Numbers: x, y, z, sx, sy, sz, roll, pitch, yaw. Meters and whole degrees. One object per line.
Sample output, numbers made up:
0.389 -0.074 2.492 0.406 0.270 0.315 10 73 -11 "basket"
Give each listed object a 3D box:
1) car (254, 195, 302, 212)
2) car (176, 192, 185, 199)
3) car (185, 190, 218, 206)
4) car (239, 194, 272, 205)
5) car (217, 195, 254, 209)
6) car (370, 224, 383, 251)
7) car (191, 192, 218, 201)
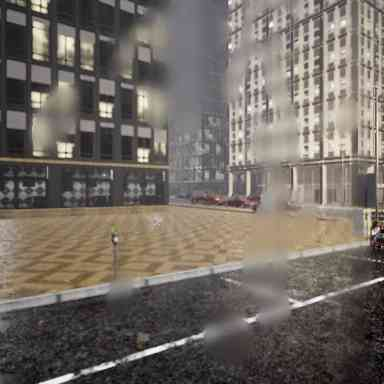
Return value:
8.344 1.074 31.481 1.967 1.590 4.097 1 0 -36 "car"
-1.127 0.651 59.072 1.947 1.339 4.313 1 0 -36 "car"
1.852 0.734 40.541 2.192 1.841 5.009 1 0 -36 "car"
8.620 0.989 45.474 1.802 1.307 4.206 1 0 -36 "car"
5.092 1.108 36.012 1.802 1.307 4.206 1 0 -36 "car"
8.534 1.442 12.650 4.097 1.590 1.967 0 0 -36 "car"
2.024 0.715 54.678 1.752 1.417 4.829 1 0 -36 "car"
